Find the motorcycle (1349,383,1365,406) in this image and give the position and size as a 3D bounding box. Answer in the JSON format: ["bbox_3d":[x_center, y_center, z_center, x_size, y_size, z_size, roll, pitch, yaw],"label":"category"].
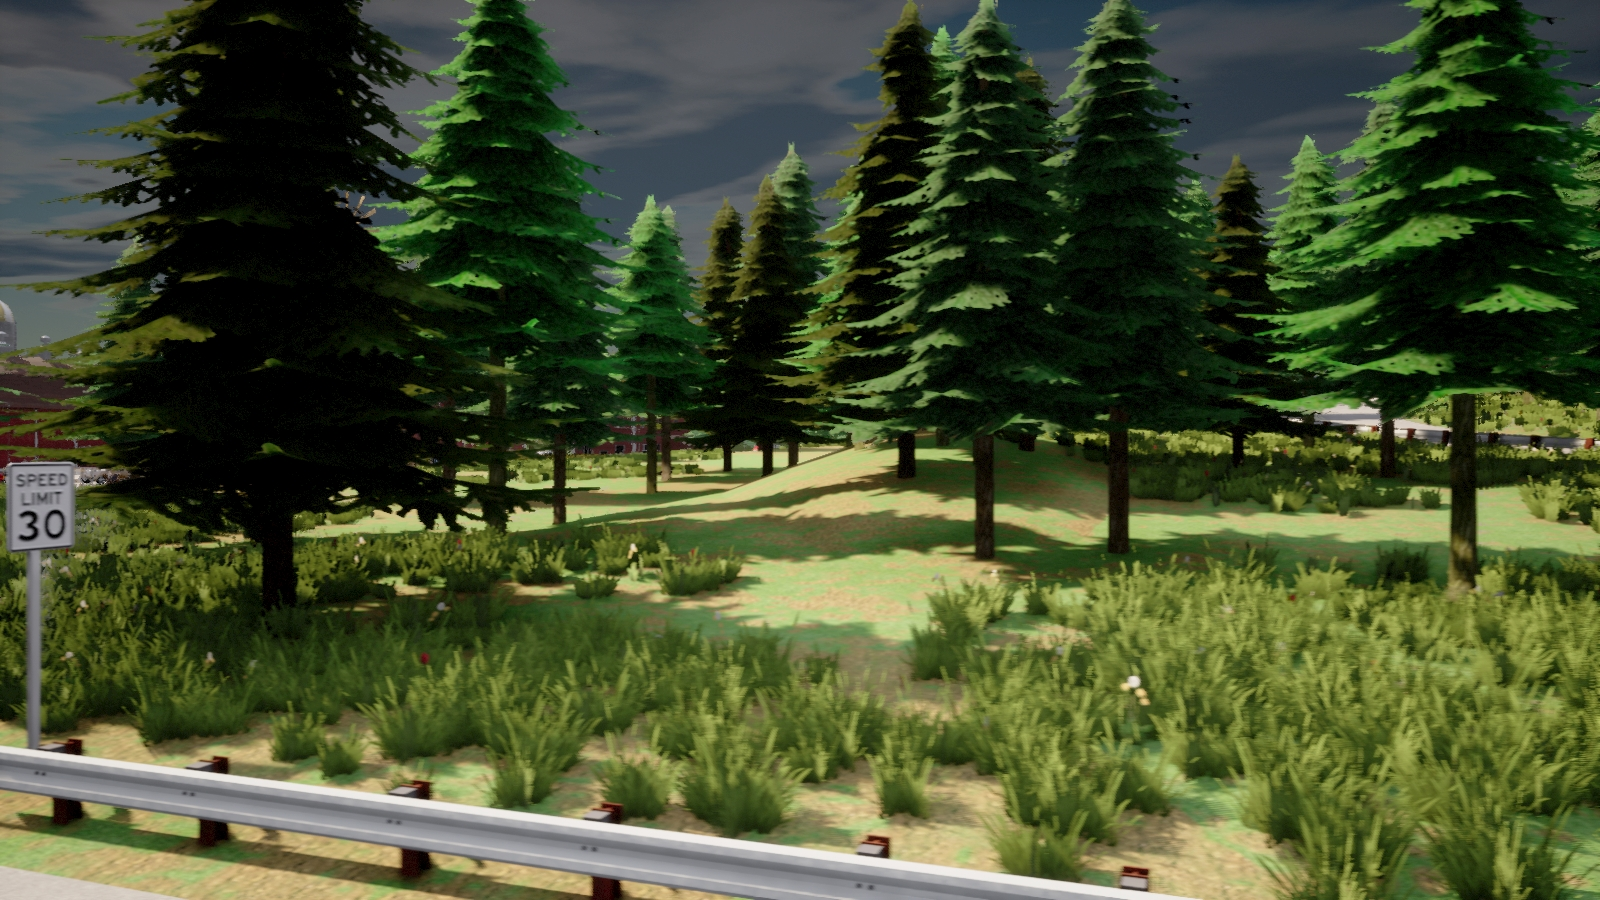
[{"bbox_3d":[34.183,-3.437,70.163,0.856,1.316,1.805,0,5,27],"label":"motorcycle"}]
